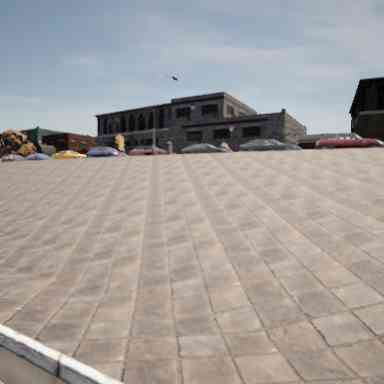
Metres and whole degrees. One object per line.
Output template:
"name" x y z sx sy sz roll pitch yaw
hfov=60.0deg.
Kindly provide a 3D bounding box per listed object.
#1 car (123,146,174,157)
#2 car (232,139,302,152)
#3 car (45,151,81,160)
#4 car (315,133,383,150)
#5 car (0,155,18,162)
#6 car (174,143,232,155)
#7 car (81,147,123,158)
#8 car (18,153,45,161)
"car" -3.650 -3.548 31.084 4.792 1.488 2.163 1 1 29
"car" 6.045 -3.365 26.018 4.892 1.521 2.231 1 1 27
"car" -13.397 -3.795 36.700 5.008 1.535 2.097 1 1 32
"car" 11.126 -3.363 23.576 4.553 1.767 2.185 1 1 26
"car" -22.756 -4.005 42.657 4.892 1.521 2.231 1 1 34
"car" 1.214 -3.432 28.476 4.674 1.452 2.002 1 1 28
"car" -8.643 -3.814 33.884 4.553 1.767 2.185 1 1 31
"car" -18.109 -3.863 39.629 4.674 1.452 2.002 1 1 33
